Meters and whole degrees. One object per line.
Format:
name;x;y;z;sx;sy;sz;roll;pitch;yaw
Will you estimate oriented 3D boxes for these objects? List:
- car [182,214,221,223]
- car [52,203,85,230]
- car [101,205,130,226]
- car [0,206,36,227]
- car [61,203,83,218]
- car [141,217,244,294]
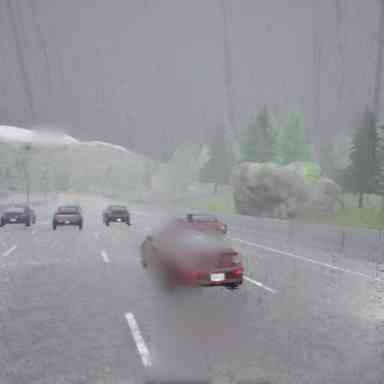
car;0.222;1.875;18.906;1.895;1.301;4.718;1;-1;-19
car;-8.555;1.733;23.072;2.128;1.511;4.902;1;-2;-19
car;-6.155;1.856;26.906;1.837;1.490;4.892;1;-1;-19
car;-12.734;1.750;24.513;1.812;1.442;4.674;1;-1;-19
car;-13.090;1.979;36.561;2.128;1.511;4.902;1;-1;-19
car;-0.193;1.639;9.155;1.812;1.442;4.674;1;-1;-19
